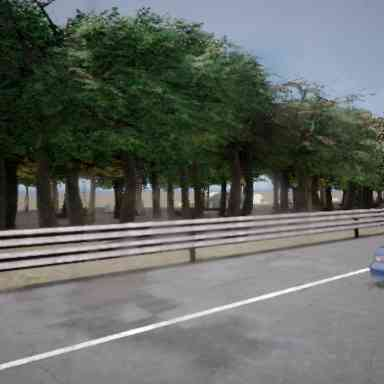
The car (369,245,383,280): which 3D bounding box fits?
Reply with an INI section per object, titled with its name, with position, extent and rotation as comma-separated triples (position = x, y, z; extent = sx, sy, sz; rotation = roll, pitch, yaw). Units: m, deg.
[car]
position = 6.643, 1.562, 8.533
extent = 5.357, 1.411, 2.033
rotation = 0, 0, -36
